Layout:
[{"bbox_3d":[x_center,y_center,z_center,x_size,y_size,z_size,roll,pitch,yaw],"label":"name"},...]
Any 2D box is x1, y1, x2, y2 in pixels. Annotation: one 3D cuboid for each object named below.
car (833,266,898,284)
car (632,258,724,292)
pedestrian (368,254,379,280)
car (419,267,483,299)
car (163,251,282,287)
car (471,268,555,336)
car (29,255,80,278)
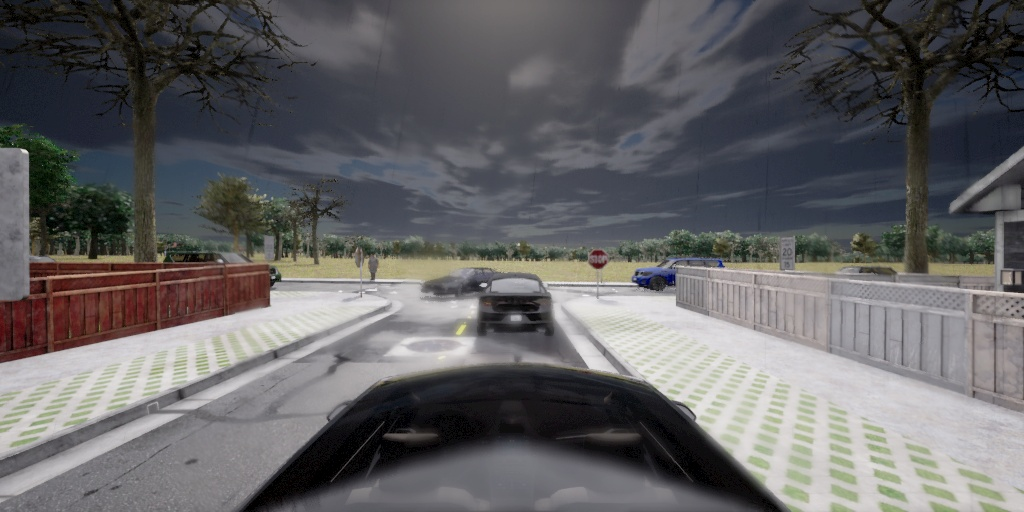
[{"bbox_3d":[21.617,1.415,22.461,4.553,1.767,2.097,1,0,0],"label":"car"},{"bbox_3d":[10.443,1.128,22.377,5.566,2.045,2.150,1,0,0],"label":"car"},{"bbox_3d":[-9.732,0.748,25.115,0.375,1.860,0.375,0,-1,0],"label":"pedestrian"},{"bbox_3d":[-2.084,1.295,18.402,2.033,1.411,5.357,1,0,37],"label":"car"},{"bbox_3d":[-15.546,0.765,19.206,5.566,2.045,2.150,1,0,0],"label":"car"},{"bbox_3d":[0.087,1.226,10.418,1.882,1.535,5.008,0,0,0],"label":"car"},{"bbox_3d":[-25.741,0.737,19.129,4.553,1.767,2.097,1,0,-1],"label":"car"}]
